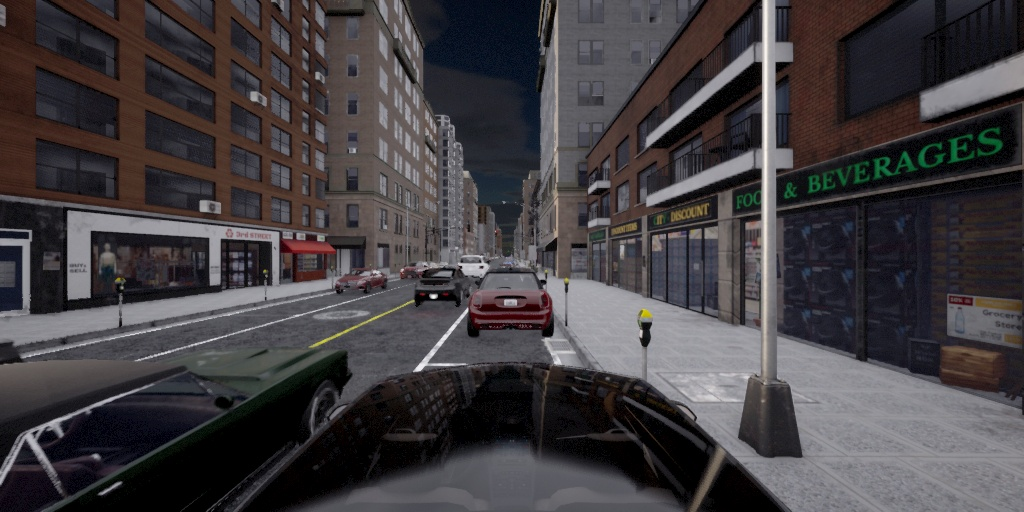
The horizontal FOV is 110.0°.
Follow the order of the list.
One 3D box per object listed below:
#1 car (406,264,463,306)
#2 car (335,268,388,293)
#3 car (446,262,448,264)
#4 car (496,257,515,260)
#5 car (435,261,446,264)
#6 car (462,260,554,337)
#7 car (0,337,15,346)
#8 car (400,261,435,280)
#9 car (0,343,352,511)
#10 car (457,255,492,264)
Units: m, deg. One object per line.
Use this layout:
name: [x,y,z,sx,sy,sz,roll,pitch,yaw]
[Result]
car: [-2.921,1.254,15.797,1.837,1.490,4.892,0,0,0]
car: [-8.408,1.332,20.388,1.802,1.307,4.207,0,0,0]
car: [-8.408,1.300,42.461,2.007,1.370,4.403,0,0,0]
car: [-0.383,1.190,36.951,1.967,1.591,4.097,0,0,0]
car: [-8.408,1.275,36.773,1.751,1.417,4.829,0,0,0]
car: [-0.033,1.102,10.470,2.097,1.767,4.553,0,0,0]
car: [-5.870,1.255,1.607,1.837,1.490,4.892,0,0,0]
car: [-8.408,1.190,31.425,1.967,1.591,4.097,0,0,0]
car: [-2.920,1.351,2.334,1.895,1.301,4.718,0,0,0]
car: [-3.018,0.973,28.722,2.150,2.045,5.566,0,0,0]
